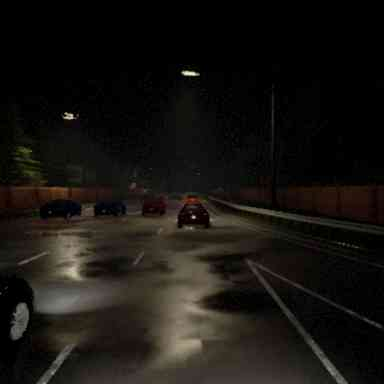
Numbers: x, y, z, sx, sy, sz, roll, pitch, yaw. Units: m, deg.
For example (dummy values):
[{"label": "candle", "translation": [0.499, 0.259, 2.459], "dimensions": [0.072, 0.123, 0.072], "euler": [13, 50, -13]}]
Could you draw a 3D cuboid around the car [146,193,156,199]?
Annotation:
[{"label": "car", "translation": [-10.500, 0.937, 86.072], "dimensions": [1.994, 1.385, 4.181], "euler": [0, 0, 0]}]

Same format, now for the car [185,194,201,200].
[{"label": "car", "translation": [0.099, 1.092, 44.696], "dimensions": [2.097, 1.767, 4.553], "euler": [0, 0, 0]}]

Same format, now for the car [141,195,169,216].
[{"label": "car", "translation": [-3.401, 1.303, 30.715], "dimensions": [1.882, 1.535, 5.008], "euler": [0, 0, 0]}]

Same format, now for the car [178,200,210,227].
[{"label": "car", "translation": [0.100, 1.438, 21.636], "dimensions": [1.994, 1.385, 4.181], "euler": [0, 0, 0]}]

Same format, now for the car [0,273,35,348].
[{"label": "car", "translation": [-3.398, 1.489, 3.330], "dimensions": [1.837, 1.490, 4.892], "euler": [0, 0, 0]}]

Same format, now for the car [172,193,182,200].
[{"label": "car", "translation": [-3.500, 1.114, 76.070], "dimensions": [1.994, 1.385, 4.181], "euler": [0, 0, 0]}]

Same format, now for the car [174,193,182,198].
[{"label": "car", "translation": [-3.500, 0.970, 86.102], "dimensions": [1.895, 1.301, 4.718], "euler": [0, 0, 0]}]

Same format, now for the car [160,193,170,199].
[{"label": "car", "translation": [-7.000, 0.905, 86.071], "dimensions": [2.128, 1.511, 4.902], "euler": [0, 0, 0]}]

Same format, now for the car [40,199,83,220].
[{"label": "car", "translation": [-10.400, 1.335, 26.871], "dimensions": [1.882, 1.535, 5.008], "euler": [0, 0, 0]}]

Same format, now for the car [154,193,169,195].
[{"label": "car", "translation": [-7.000, 1.161, 76.100], "dimensions": [1.895, 1.301, 4.718], "euler": [0, 0, 0]}]

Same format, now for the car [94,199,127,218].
[{"label": "car", "translation": [-6.900, 1.321, 28.488], "dimensions": [1.882, 1.535, 5.008], "euler": [0, 0, 0]}]

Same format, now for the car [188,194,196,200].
[{"label": "car", "translation": [0.000, 1.145, 77.350], "dimensions": [1.895, 1.301, 4.718], "euler": [0, 0, 0]}]

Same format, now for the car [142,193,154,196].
[{"label": "car", "translation": [-10.500, 1.123, 76.036], "dimensions": [1.994, 1.385, 4.181], "euler": [0, 0, 0]}]
